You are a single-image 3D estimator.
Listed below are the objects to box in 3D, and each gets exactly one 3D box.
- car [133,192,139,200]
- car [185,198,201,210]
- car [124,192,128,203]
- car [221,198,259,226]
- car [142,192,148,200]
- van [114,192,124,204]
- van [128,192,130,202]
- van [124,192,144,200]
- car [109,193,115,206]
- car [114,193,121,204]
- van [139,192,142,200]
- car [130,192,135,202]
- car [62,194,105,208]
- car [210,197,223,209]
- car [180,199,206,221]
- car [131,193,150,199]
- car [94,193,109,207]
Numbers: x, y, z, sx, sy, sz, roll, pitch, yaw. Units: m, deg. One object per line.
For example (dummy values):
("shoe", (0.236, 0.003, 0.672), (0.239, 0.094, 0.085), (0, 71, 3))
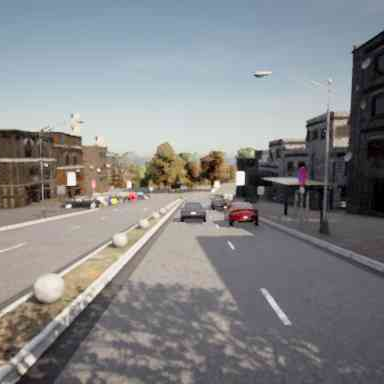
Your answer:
("car", (-14.092, 1.030, 66.459), (5.566, 2.045, 2.435), (-1, 0, -20))
("car", (0.111, 1.508, 43.182), (1.895, 1.301, 4.718), (0, 0, 0))
("car", (-14.018, 1.185, 57.342), (4.553, 1.767, 2.185), (-1, 0, -20))
("car", (3.346, 1.428, 23.200), (1.882, 1.535, 5.008), (0, 0, 0))
("car", (-14.066, 0.989, 78.670), (5.566, 2.045, 2.435), (-1, 0, -20))
("van", (-13.936, 1.093, 54.334), (4.442, 1.987, 1.878), (-1, 0, -20))
("van", (-14.163, 1.077, 60.337), (4.442, 1.987, 1.878), (-1, 0, -20))
("van", (-14.204, 1.007, 81.658), (4.442, 1.987, 1.878), (-1, 0, -20))
("car", (-14.057, 1.371, 48.180), (4.792, 1.488, 2.163), (-1, 0, -20))
("car", (-14.210, 1.330, 51.174), (5.366, 1.575, 1.946), (-1, 0, -20))
("van", (-13.970, 1.034, 72.608), (4.442, 1.987, 1.878), (-1, 0, -20))
("car", (-14.053, 1.292, 63.429), (4.892, 1.521, 2.231), (-1, 0, -20))
("car", (-13.991, 1.365, 42.094), (4.892, 1.521, 2.231), (-1, 0, -20))
("car", (3.360, 1.400, 42.448), (2.128, 1.511, 4.902), (0, 0, 0))
("car", (0.105, 1.507, 26.297), (1.994, 1.385, 4.181), (0, 0, 0))
("car", (-14.101, 1.202, 90.836), (4.892, 1.521, 2.231), (-1, 0, -20))
("car", (-14.050, 1.227, 45.136), (4.553, 1.767, 2.185), (-1, 0, -20))
